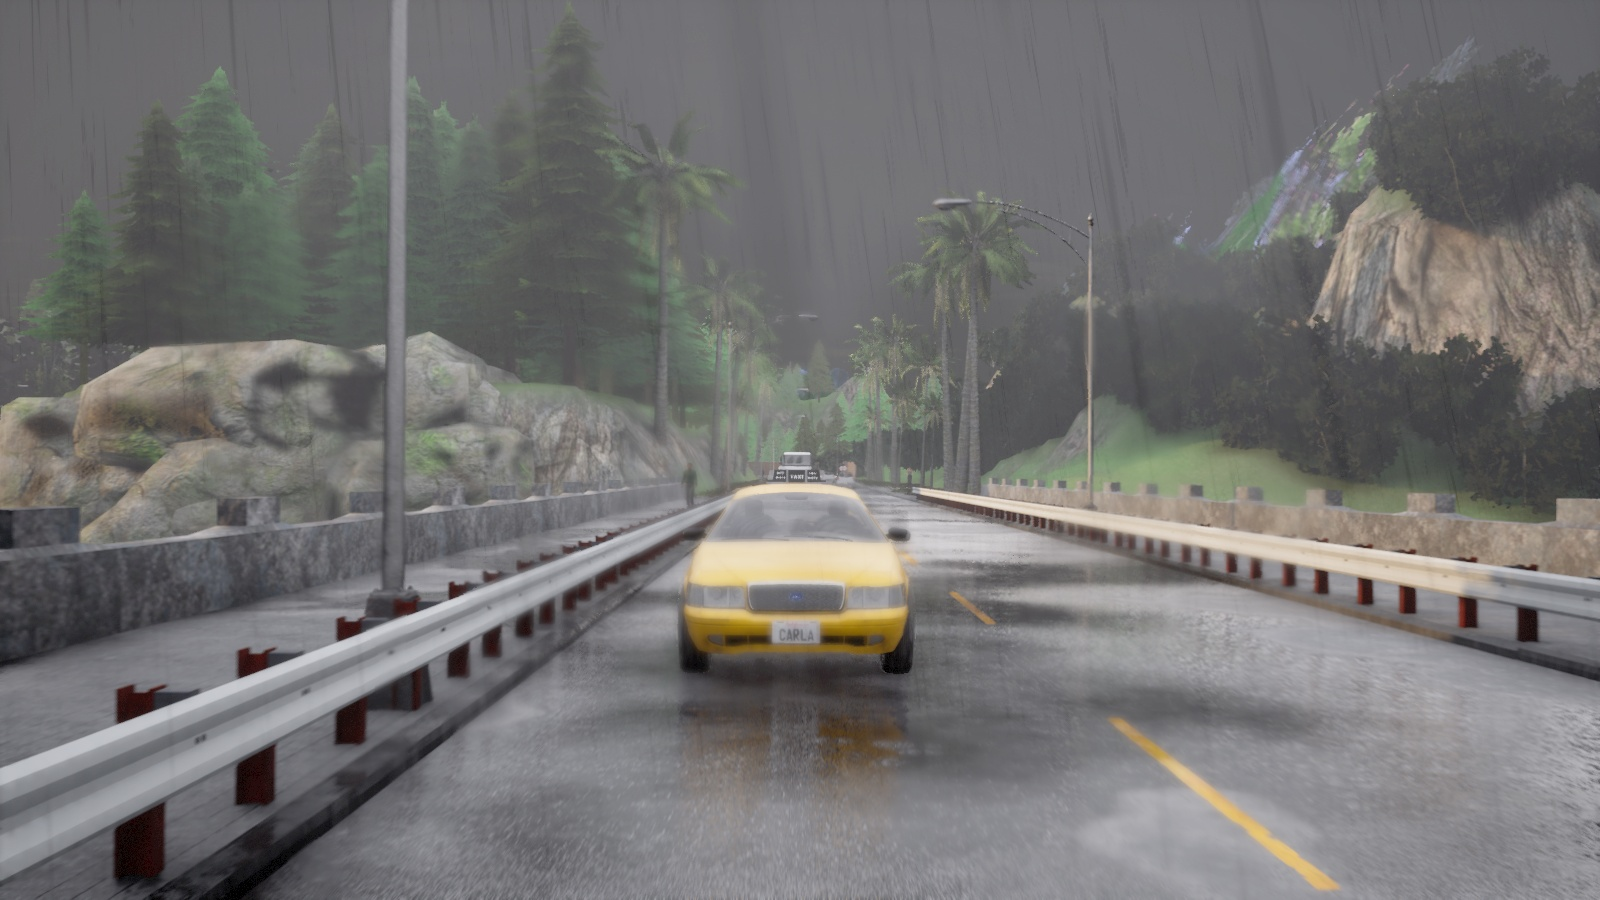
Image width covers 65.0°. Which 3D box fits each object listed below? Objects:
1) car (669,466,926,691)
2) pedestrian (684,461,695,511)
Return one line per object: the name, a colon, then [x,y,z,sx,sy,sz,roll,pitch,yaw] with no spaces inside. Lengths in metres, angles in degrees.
car: [-0.025,0.946,11.540,1.801,1.575,5.366,0,-1,0]
pedestrian: [-4.075,1.319,46.490,0.353,1.847,0.614,0,-1,0]
